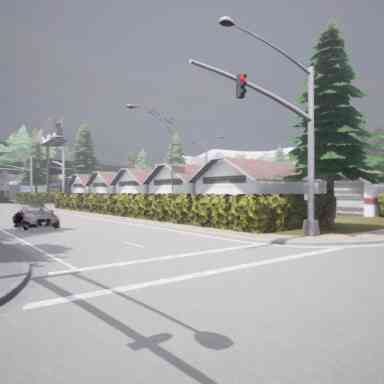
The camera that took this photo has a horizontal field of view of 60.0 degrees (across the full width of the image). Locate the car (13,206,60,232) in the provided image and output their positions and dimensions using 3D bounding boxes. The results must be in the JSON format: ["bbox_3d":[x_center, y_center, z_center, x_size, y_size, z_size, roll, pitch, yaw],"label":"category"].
[{"bbox_3d":[-9.594,1.552,20.410,1.994,1.385,4.181,0,1,-38],"label":"car"}]
